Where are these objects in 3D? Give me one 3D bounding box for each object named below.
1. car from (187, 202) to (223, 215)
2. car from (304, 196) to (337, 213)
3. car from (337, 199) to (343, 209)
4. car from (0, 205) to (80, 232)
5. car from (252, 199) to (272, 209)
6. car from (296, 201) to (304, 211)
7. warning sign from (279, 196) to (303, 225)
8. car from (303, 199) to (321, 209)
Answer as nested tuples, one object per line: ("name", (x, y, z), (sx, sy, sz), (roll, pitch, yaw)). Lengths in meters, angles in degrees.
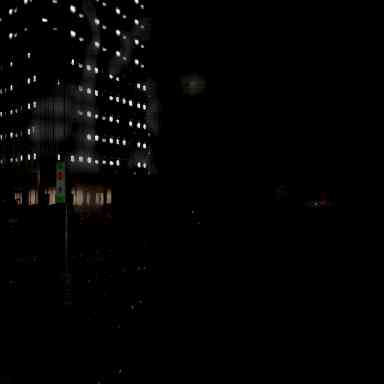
("car", (1.606, 1.799, 37.853), (2.033, 1.411, 5.357), (0, -1, 35))
("car", (16.412, 1.501, 42.237), (2.150, 2.045, 5.566), (0, -1, 34))
("car", (21.921, 1.817, 51.057), (1.882, 1.535, 5.008), (0, 0, 31))
("car", (-9.662, 1.601, 21.450), (1.882, 1.535, 5.008), (0, -1, 36))
("car", (10.984, 1.855, 51.897), (2.128, 1.511, 4.902), (0, -1, 32))
("car", (14.128, 1.900, 44.679), (1.895, 1.301, 4.718), (0, -1, 33))
("warning sign", (6.826, 1.251, 22.955), (1.300, 1.860, 1.060), (0, 0, 34))
("car", (19.143, 1.879, 52.743), (1.812, 1.442, 4.674), (0, 0, 31))
